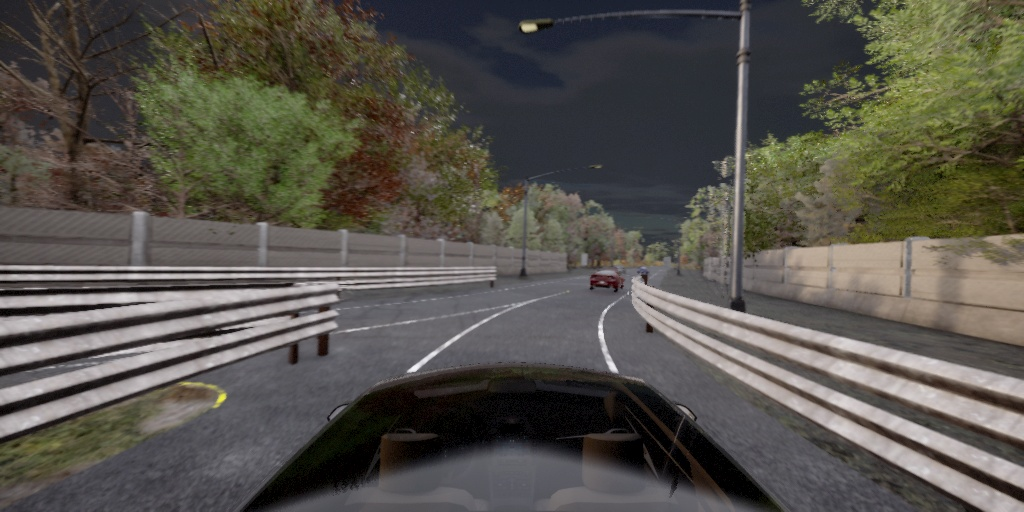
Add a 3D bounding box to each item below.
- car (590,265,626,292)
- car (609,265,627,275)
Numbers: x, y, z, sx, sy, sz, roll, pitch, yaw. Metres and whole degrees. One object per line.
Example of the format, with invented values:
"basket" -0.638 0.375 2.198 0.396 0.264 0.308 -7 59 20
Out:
"car" 6.913 1.637 25.836 1.882 1.535 5.008 2 0 23
"car" 17.585 2.243 59.132 2.128 1.511 4.902 2 0 24
